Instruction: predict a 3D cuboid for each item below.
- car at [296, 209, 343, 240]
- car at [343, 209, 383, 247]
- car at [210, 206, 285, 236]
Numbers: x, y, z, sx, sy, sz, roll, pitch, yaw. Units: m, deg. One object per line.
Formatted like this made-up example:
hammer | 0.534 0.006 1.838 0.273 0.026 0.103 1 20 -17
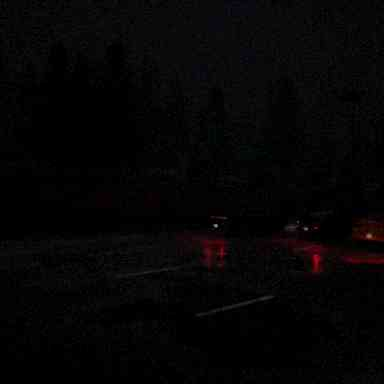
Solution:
car | 7.466 1.628 17.679 4.674 1.442 1.812 0 0 -36
car | 8.938 1.576 14.430 5.008 1.535 1.882 0 0 -36
car | 3.237 1.578 18.960 4.902 1.511 2.128 0 0 -36
